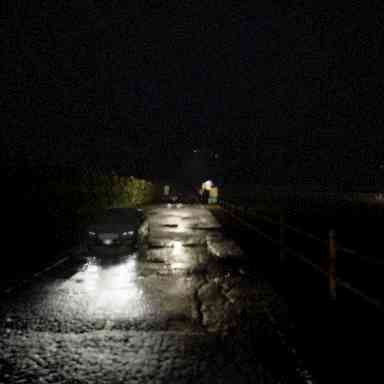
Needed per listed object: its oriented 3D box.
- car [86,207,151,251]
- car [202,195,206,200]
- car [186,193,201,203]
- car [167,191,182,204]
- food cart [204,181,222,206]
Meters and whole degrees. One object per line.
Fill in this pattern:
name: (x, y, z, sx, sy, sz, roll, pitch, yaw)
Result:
car: (-2.855, 1.419, 13.747, 2.128, 1.511, 4.902, 0, 0, 0)
car: (1.275, 1.037, 74.296, 1.882, 1.535, 5.008, 1, 1, 37)
car: (-0.020, 1.154, 58.349, 2.128, 1.511, 4.902, 0, 0, 0)
car: (-2.833, 0.905, 55.082, 2.150, 2.045, 5.566, 0, 0, 0)
food cart: (3.134, 0.179, 50.296, 2.280, 3.560, 4.660, 1, 1, 0)
